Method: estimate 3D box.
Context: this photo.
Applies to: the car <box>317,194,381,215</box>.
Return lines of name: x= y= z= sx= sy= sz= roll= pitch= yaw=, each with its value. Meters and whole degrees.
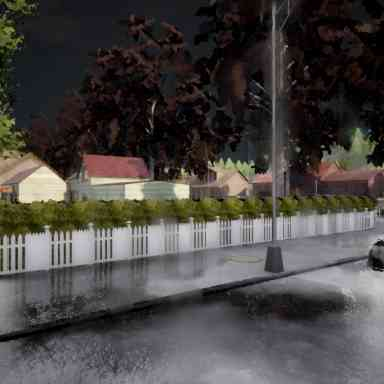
car: x=13.184 y=1.221 z=28.792 sx=2.150 sy=2.045 sz=5.566 roll=0 pitch=0 yaw=-36

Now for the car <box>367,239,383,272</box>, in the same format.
car: x=6.830 y=1.564 z=9.456 sx=4.181 sy=1.385 sz=1.994 roll=0 pitch=0 yaw=-35

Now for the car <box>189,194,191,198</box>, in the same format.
car: x=-2.184 y=1.221 z=57.453 sx=2.150 sy=2.045 sz=5.566 roll=0 pitch=0 yaw=-35
